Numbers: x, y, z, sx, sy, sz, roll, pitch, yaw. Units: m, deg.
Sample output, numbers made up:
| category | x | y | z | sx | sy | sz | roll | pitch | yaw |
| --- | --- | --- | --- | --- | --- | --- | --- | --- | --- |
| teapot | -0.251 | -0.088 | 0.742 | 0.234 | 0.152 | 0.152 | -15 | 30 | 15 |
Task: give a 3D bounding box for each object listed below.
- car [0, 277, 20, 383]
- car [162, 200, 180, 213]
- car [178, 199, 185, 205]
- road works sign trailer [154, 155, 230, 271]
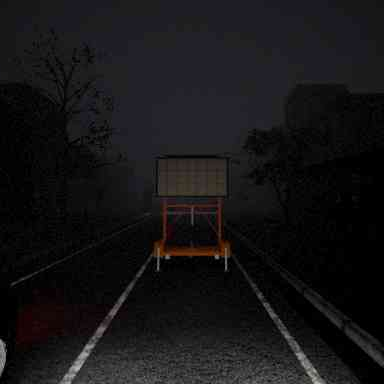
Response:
| category | x | y | z | sx | sy | sz | roll | pitch | yaw |
| --- | --- | --- | --- | --- | --- | --- | --- | --- | --- |
| car | -3.098 | 1.507 | 2.295 | 1.837 | 1.490 | 4.892 | 0 | 0 | 0 |
| car | -3.064 | 2.172 | 45.842 | 2.033 | 1.411 | 5.357 | 0 | -1 | 0 |
| car | -2.931 | 2.506 | 86.856 | 1.812 | 1.442 | 4.674 | 0 | 0 | 0 |
| road works sign trailer | 0.009 | 0.567 | 11.193 | 2.380 | 3.560 | 2.880 | 0 | -1 | 0 |
